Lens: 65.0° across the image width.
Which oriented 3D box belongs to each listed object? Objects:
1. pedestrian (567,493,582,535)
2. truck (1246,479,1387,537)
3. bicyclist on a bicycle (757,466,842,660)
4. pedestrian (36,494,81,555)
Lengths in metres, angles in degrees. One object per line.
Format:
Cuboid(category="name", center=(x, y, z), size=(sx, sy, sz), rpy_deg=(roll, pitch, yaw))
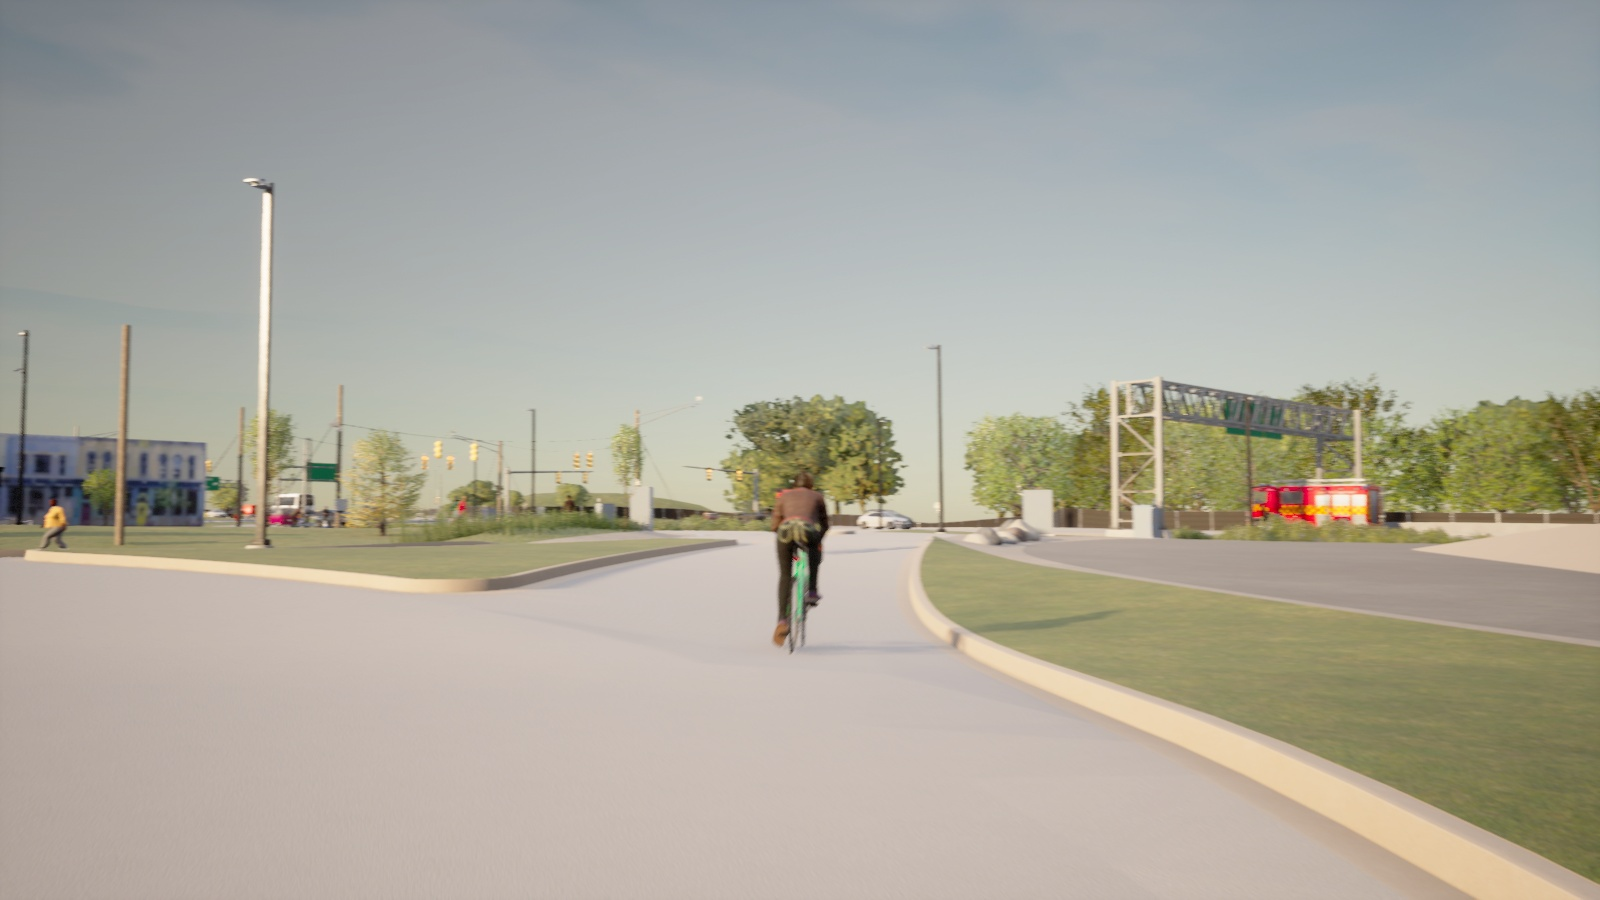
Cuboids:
Cuboid(category="pedestrian", center=(-10.169, 2.889, 56.641), size=(0.431, 1.840, 0.703), rpy_deg=(2, -5, -29))
Cuboid(category="truck", center=(35.466, 4.029, 86.557), size=(2.891, 3.827, 8.468), rpy_deg=(4, -4, -44))
Cuboid(category="bicyclist on a bicycle", center=(0.027, 1.021, 11.450), size=(0.582, 1.620, 1.656), rpy_deg=(1, -5, 5))
Cuboid(category="pedestrian", center=(-23.011, 2.322, 38.974), size=(0.874, 1.855, 0.900), rpy_deg=(-4, -5, 39))
